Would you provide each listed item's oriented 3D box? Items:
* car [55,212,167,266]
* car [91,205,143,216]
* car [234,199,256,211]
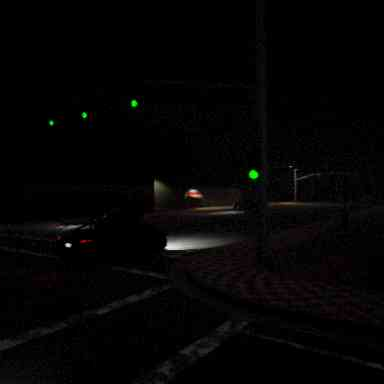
[{"bbox_3d":[-2.797,1.676,12.279,1.994,1.385,4.181,-1,0,35],"label":"car"},{"bbox_3d":[-5.803,1.765,26.298,1.812,1.442,4.674,-1,0,35],"label":"car"},{"bbox_3d":[7.367,1.730,44.641,2.128,1.511,4.902,-1,0,36],"label":"car"}]
